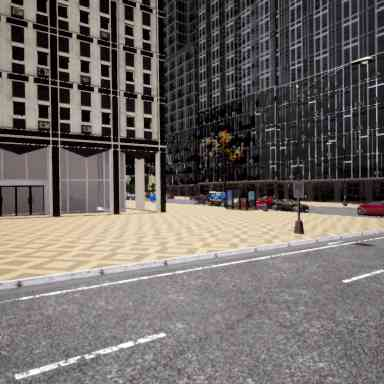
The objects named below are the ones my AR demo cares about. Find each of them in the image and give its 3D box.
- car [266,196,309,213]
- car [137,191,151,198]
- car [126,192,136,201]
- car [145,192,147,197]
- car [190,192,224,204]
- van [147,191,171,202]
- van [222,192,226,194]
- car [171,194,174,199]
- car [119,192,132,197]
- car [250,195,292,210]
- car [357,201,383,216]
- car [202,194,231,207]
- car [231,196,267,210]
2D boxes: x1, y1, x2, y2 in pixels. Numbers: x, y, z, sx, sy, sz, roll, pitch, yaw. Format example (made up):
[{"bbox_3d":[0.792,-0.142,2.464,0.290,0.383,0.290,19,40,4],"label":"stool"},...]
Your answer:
[{"bbox_3d":[10.185,1.424,34.907,1.947,1.339,4.313,0,1,-35],"label":"car"},{"bbox_3d":[-11.859,0.686,81.840,1.967,1.590,4.097,0,1,-35],"label":"car"},{"bbox_3d":[-12.301,1.040,67.728,2.008,1.369,4.403,0,1,-35],"label":"car"},{"bbox_3d":[-8.631,0.615,77.161,2.192,1.841,5.009,0,1,-35],"label":"car"},{"bbox_3d":[2.210,1.157,51.264,1.837,1.490,4.892,-1,1,-34],"label":"car"},{"bbox_3d":[-5.846,0.937,58.369,1.690,1.788,3.998,0,1,-35],"label":"van"},{"bbox_3d":[4.279,0.855,58.448,1.690,1.788,3.998,0,1,-35],"label":"van"},{"bbox_3d":[-5.403,0.936,72.486,1.802,1.307,4.206,0,1,-35],"label":"car"},{"bbox_3d":[-18.313,0.689,91.198,2.008,1.369,4.403,0,1,-35],"label":"car"},{"bbox_3d":[9.573,1.247,40.569,1.882,1.535,5.008,-1,1,-35],"label":"car"},{"bbox_3d":[16.885,1.460,29.352,1.994,1.385,4.181,-1,1,-30],"label":"car"},{"bbox_3d":[3.792,1.320,44.308,1.947,1.339,4.313,0,1,-35],"label":"car"},{"bbox_3d":[6.971,1.388,39.597,1.802,1.307,4.206,0,1,-35],"label":"car"}]
